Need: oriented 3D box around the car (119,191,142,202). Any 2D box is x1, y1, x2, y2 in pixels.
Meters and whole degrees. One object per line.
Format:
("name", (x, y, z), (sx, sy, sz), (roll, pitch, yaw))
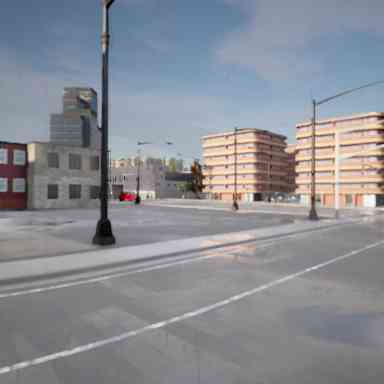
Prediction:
("car", (-12.436, 0.930, 66.783), (5.566, 2.045, 2.150), (1, 0, 44))
